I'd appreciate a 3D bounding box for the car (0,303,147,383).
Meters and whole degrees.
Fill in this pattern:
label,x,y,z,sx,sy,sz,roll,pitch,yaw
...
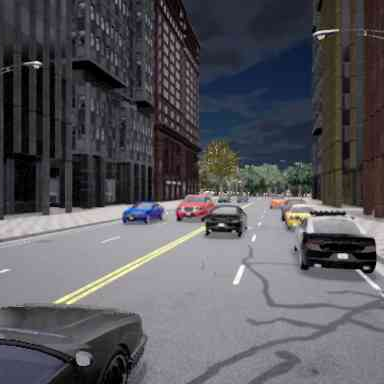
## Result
label,x,y,z,sx,sy,sz,roll,pitch,yaw
car,-2.013,1.546,1.887,2.033,1.411,5.357,0,0,14

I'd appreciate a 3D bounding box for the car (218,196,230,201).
label,x,y,z,sx,sy,sz,roll,pitch,yaw
car,6.302,1.506,64.491,2.033,1.411,5.357,0,0,14

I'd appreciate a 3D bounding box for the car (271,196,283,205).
label,x,y,z,sx,sy,sz,roll,pitch,yaw
car,15.277,1.510,59.975,2.033,1.411,5.357,0,0,14

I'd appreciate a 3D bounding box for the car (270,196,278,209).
label,x,y,z,sx,sy,sz,roll,pitch,yaw
car,11.664,1.325,45.007,2.097,1.767,4.553,0,0,14

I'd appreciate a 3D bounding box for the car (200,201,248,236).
label,x,y,z,sx,sy,sz,roll,pitch,yaw
car,2.016,1.467,18.540,1.882,1.535,5.008,0,0,14

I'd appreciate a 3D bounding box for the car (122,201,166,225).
label,x,y,z,sx,sy,sz,roll,pitch,yaw
car,-3.444,1.463,24.471,1.882,1.535,5.008,0,0,14

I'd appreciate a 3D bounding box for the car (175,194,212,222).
label,x,y,z,sx,sy,sz,roll,pitch,yaw
car,0.375,1.206,26.441,2.150,2.045,5.566,0,0,14

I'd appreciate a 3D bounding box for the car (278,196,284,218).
label,x,y,z,sx,sy,sz,roll,pitch,yaw
car,8.142,1.337,26.327,2.097,1.767,4.553,0,0,14

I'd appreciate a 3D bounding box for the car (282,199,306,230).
label,x,y,z,sx,sy,sz,roll,pitch,yaw
car,6.783,1.444,20.708,1.801,1.575,5.366,0,0,14

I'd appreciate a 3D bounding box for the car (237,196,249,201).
label,x,y,z,sx,sy,sz,roll,pitch,yaw
car,10.326,1.516,67.211,1.994,1.385,4.181,0,0,14

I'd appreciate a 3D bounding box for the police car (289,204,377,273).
label,x,y,z,sx,sy,sz,roll,pitch,yaw
police car,4.414,1.419,10.911,1.930,1.638,5.238,0,0,14
